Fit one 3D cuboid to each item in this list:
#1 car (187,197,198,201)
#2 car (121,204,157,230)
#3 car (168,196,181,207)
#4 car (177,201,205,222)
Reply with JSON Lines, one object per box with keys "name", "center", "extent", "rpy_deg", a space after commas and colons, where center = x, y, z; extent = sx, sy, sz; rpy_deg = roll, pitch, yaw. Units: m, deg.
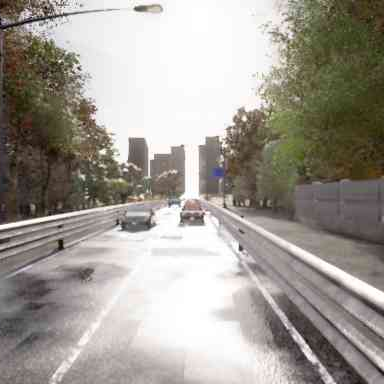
{"name": "car", "center": [0.069, 1.585, 42.818], "extent": [2.097, 1.767, 4.553], "rpy_deg": [0, -1, 0]}
{"name": "car", "center": [-3.344, 1.554, 21.606], "extent": [1.812, 1.442, 4.674], "rpy_deg": [0, 0, 0]}
{"name": "car", "center": [-3.280, 1.812, 63.167], "extent": [2.150, 2.045, 5.566], "rpy_deg": [0, -1, 0]}
{"name": "car", "center": [0.033, 1.661, 26.314], "extent": [1.895, 1.301, 4.718], "rpy_deg": [0, 0, 1]}
